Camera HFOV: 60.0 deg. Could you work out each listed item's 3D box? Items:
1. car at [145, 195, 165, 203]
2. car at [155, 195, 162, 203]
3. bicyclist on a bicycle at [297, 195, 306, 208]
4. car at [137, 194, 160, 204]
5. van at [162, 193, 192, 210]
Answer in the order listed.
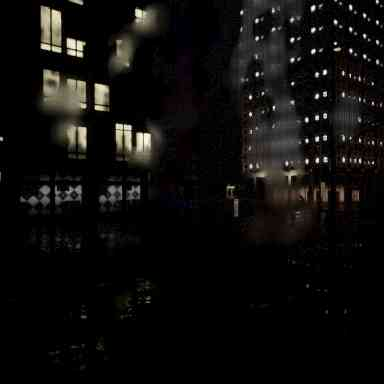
[{"bbox_3d":[-7.045,1.239,63.222,1.887,1.381,4.507,0,0,-34],"label":"car"},{"bbox_3d":[-3.936,1.036,58.637,2.192,1.841,5.009,0,0,-34],"label":"car"},{"bbox_3d":[12.848,1.118,39.129,1.656,1.620,0.582,-1,1,-34],"label":"bicyclist on a bicycle"},{"bbox_3d":[-7.869,1.204,59.809,1.882,1.535,5.008,-1,1,-34],"label":"car"},{"bbox_3d":[-1.543,1.210,40.180,1.690,1.788,3.998,0,0,-34],"label":"van"}]
